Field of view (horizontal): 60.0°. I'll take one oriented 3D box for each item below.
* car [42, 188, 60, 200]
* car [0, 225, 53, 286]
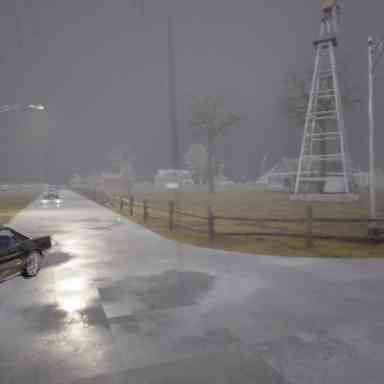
[{"bbox_3d":[-18.727,0.242,44.269,1.837,1.490,4.892,0,2,-22],"label":"car"},{"bbox_3d":[-4.644,1.404,6.444,1.895,1.301,4.718,-1,2,3],"label":"car"}]
